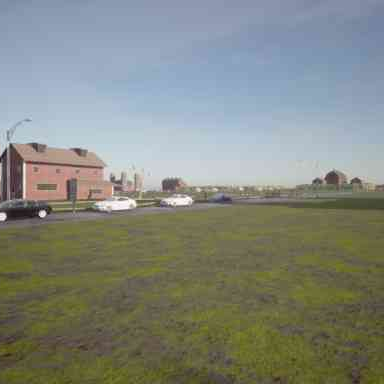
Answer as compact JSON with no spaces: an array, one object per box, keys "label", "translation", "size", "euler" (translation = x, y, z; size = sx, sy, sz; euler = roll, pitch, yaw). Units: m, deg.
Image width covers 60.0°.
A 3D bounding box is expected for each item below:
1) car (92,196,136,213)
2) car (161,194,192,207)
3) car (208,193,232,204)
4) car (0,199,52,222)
[{"label":"car","translation":[-7.422,1.170,32.257],"size":[1.812,1.442,4.674],"euler":[1,1,36]},{"label":"car","translation":[-1.770,1.026,40.062],"size":[1.812,1.442,4.674],"euler":[1,1,36]},{"label":"car","translation":[4.141,0.875,48.169],"size":[1.812,1.442,4.674],"euler":[1,2,36]},{"label":"car","translation":[-12.913,1.285,24.677],"size":[1.837,1.490,4.892],"euler":[1,1,36]}]
